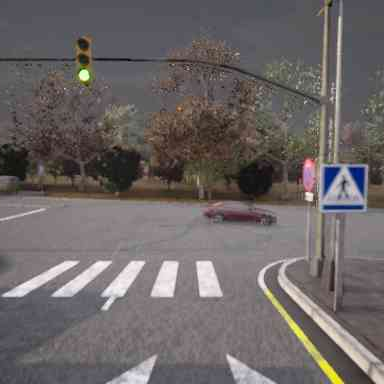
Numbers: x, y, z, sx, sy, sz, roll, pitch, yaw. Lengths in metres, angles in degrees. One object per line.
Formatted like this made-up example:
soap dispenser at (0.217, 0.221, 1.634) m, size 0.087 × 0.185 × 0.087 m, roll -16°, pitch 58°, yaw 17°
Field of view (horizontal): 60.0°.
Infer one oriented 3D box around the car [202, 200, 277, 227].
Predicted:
car at (2.991, 1.288, 21.127) m, size 4.674 × 1.442 × 1.812 m, roll 4°, pitch 3°, yaw 3°

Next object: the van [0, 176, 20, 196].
van at (-20.321, -0.705, 36.394) m, size 1.878 × 1.987 × 4.442 m, roll 1°, pitch 4°, yaw -14°
